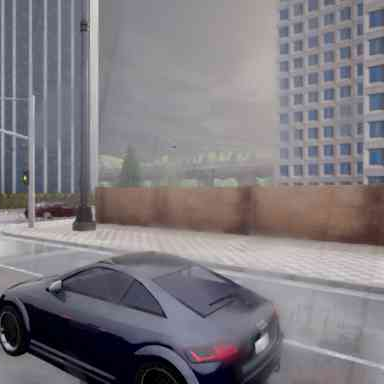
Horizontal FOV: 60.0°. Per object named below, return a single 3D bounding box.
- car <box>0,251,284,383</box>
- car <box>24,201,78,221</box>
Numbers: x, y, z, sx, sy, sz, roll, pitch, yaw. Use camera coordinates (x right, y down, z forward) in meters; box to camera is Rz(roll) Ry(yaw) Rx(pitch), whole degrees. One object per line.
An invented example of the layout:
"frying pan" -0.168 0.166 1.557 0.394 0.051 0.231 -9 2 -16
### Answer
"car" -0.909 1.564 4.651 4.181 1.385 1.994 0 0 35
"car" -11.178 1.476 27.570 1.882 1.535 5.008 0 0 35
